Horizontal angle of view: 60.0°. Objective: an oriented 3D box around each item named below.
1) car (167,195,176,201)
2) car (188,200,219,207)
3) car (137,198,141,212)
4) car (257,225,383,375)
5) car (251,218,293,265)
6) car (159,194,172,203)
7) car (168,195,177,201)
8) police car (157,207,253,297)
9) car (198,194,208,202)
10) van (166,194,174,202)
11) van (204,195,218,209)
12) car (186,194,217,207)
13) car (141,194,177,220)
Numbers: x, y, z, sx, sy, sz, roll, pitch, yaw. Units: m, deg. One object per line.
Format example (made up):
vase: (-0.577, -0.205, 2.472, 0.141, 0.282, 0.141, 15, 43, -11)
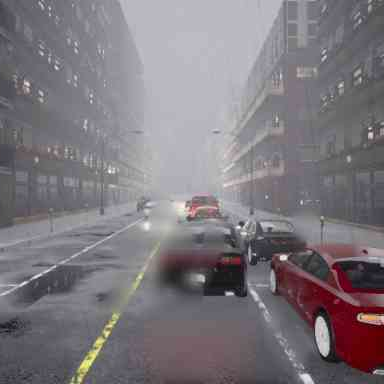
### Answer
car: (-5.307, 1.569, 85.066, 2.008, 1.369, 4.403, 1, 0, 0)
car: (0.823, 1.459, 18.734, 1.801, 1.575, 5.366, 0, 0, 0)
car: (-5.305, 1.323, 39.699, 2.192, 1.841, 5.009, 1, 0, 0)
car: (2.572, 1.546, 5.704, 1.887, 1.381, 4.507, 1, 0, 0)
car: (2.572, 1.553, 11.375, 2.008, 1.369, 4.403, 1, 0, 0)
car: (-5.304, 1.329, 68.054, 2.192, 1.841, 5.009, 1, 0, 0)
car: (-5.307, 1.586, 90.737, 1.947, 1.339, 4.313, 1, 0, 0)
police car: (0.434, 1.426, 8.799, 1.930, 1.638, 5.238, 0, 0, 7)
car: (2.576, 1.332, 79.425, 2.192, 1.841, 5.009, 1, 0, 0)
van: (-5.305, 1.358, 79.396, 1.690, 1.788, 3.998, 1, 0, 0)
van: (2.575, 1.350, 45.400, 1.690, 1.788, 3.998, 1, 0, 0)
car: (0.823, 1.230, 24.574, 2.150, 2.045, 5.566, 0, 0, 0)
car: (-2.752, 1.227, 28.787, 2.150, 2.045, 5.566, 0, 0, 0)
